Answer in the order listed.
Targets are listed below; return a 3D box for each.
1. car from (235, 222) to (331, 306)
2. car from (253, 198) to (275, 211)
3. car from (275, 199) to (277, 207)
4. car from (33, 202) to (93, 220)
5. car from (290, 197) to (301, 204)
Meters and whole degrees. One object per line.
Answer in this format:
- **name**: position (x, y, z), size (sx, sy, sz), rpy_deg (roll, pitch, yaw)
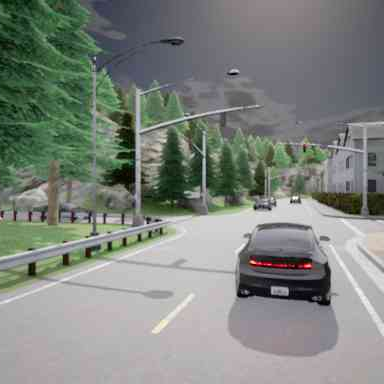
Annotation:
- **car**: position (2.269, 1.500, 8.188), size (1.837, 1.490, 4.892), rpy_deg (0, 0, 17)
- **car**: position (8.786, 1.542, 41.075), size (1.994, 1.385, 4.181), rpy_deg (0, 0, 18)
- **car**: position (11.814, 1.537, 50.605), size (1.994, 1.385, 4.181), rpy_deg (0, 0, 18)
- **car**: position (-10.708, 1.551, 27.634), size (5.357, 1.411, 2.033), rpy_deg (0, 0, 19)
- **car**: position (19.405, 1.530, 62.369), size (1.994, 1.385, 4.181), rpy_deg (0, 0, 18)
